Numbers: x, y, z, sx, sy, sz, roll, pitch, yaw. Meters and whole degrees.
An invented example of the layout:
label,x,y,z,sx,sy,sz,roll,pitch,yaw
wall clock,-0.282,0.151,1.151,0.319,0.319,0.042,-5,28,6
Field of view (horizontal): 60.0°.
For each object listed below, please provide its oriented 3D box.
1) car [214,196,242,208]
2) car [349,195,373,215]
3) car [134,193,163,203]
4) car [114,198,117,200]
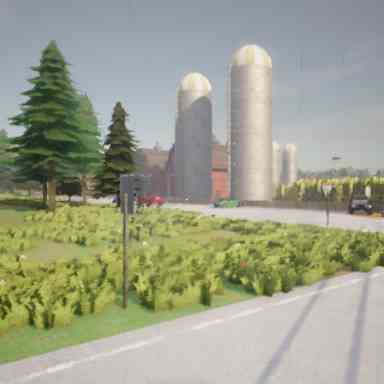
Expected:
label,x,y,z,sx,sy,sz,roll,pitch,yaw
car,4.839,1.360,44.890,3.988,1.617,1.851,0,0,-36
car,16.421,1.234,32.433,1.905,1.878,3.866,0,0,24
car,-6.446,1.096,50.569,2.150,2.045,5.566,0,0,-35
car,-12.390,1.400,58.990,1.812,1.442,4.674,0,0,-35
